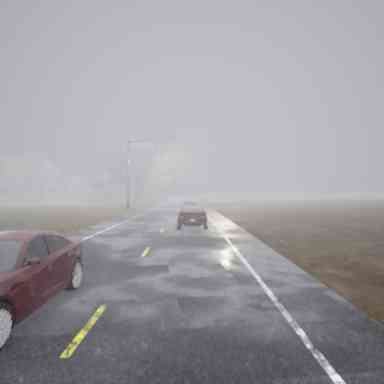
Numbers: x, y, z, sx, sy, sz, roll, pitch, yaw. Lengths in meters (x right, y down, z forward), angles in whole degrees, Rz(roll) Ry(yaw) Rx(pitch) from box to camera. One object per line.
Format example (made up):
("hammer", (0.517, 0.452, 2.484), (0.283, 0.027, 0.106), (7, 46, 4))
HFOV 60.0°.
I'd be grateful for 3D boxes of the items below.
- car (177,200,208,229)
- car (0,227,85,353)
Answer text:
("car", (0.019, 1.565, 22.477), (1.882, 1.535, 5.008), (0, 0, 0))
("car", (-3.588, 1.502, 6.254), (1.882, 1.535, 5.008), (0, 0, 0))
